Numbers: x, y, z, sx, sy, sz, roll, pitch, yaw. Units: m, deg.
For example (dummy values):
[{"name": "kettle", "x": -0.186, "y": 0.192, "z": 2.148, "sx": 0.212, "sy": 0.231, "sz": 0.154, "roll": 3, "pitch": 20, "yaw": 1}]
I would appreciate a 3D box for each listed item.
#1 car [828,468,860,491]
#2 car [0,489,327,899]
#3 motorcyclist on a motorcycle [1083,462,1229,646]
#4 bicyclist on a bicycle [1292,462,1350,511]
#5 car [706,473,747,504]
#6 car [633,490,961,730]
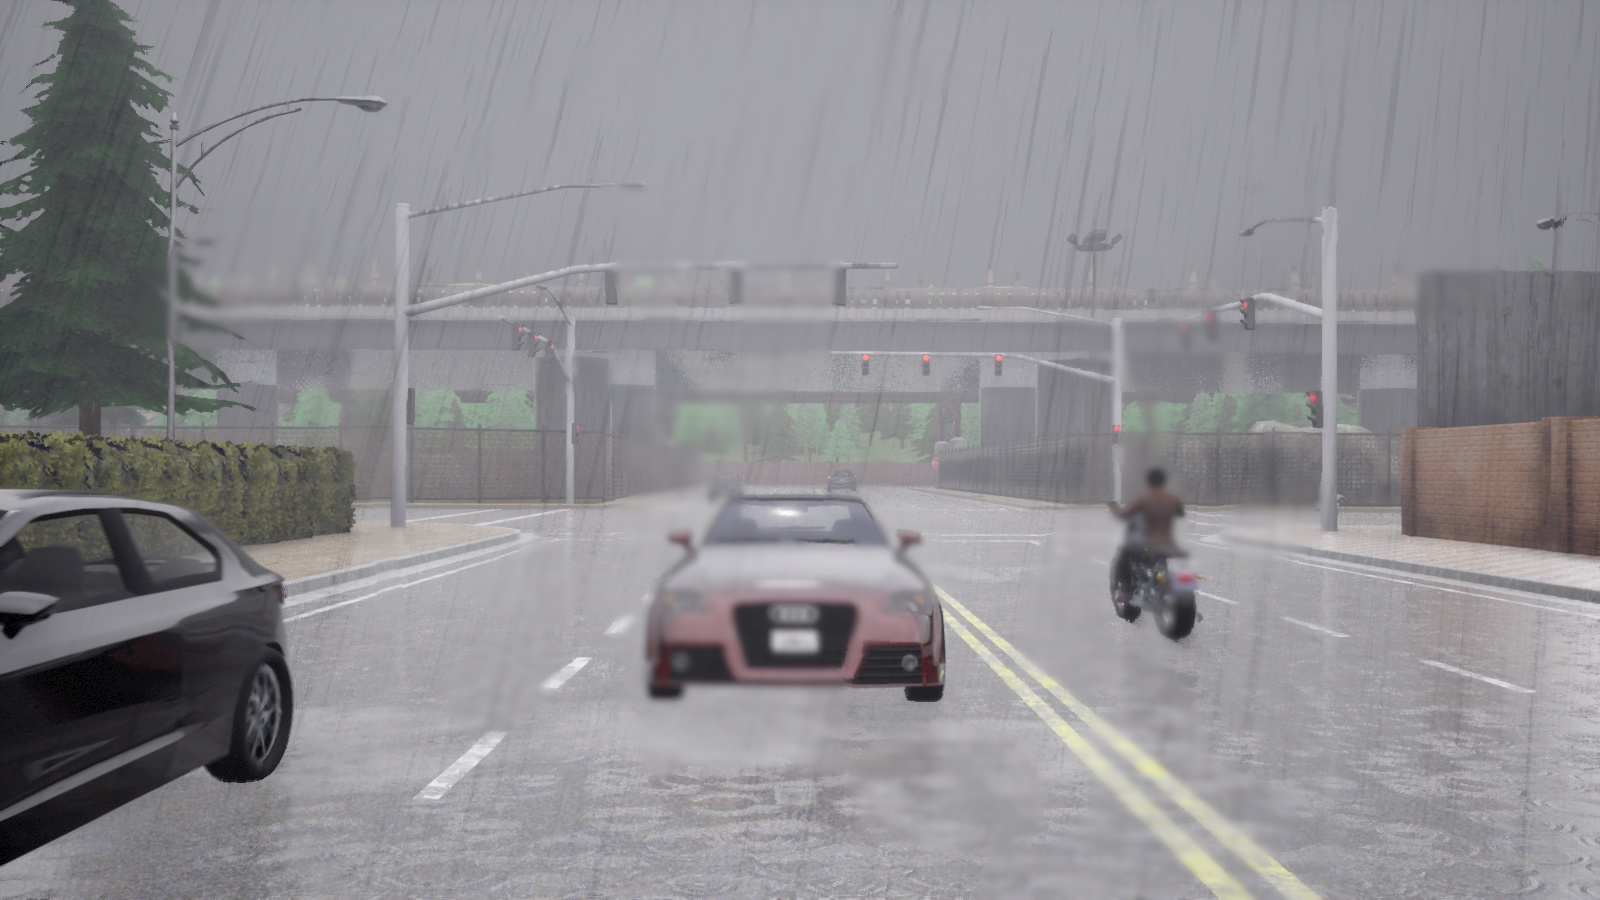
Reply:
[{"name": "car", "x": 3.262, "y": 2.234, "z": 94.812, "sx": 2.242, "sy": 1.667, "sz": 4.611, "roll": 0, "pitch": -1, "yaw": 0}, {"name": "car", "x": -3.512, "y": 0.923, "z": 4.827, "sx": 1.816, "sy": 1.474, "sz": 4.193, "roll": 0, "pitch": -1, "yaw": 0}, {"name": "motorcyclist on a motorcycle", "x": 3.468, "y": 0.960, "z": 12.474, "sx": 0.766, "sy": 1.649, "sz": 2.350, "roll": 0, "pitch": -1, "yaw": 0}, {"name": "bicyclist on a bicycle", "x": 18.956, "y": 1.319, "z": 45.688, "sx": 1.843, "sy": 1.776, "sz": 0.659, "roll": 0, "pitch": -1, "yaw": 0}, {"name": "car", "x": -3.658, "y": 1.902, "z": 63.206, "sx": 1.816, "sy": 1.474, "sz": 4.193, "roll": 0, "pitch": -1, "yaw": 0}, {"name": "car", "x": -0.024, "y": 1.042, "z": 9.748, "sx": 1.994, "sy": 1.385, "sz": 4.181, "roll": 0, "pitch": -1, "yaw": 0}]
